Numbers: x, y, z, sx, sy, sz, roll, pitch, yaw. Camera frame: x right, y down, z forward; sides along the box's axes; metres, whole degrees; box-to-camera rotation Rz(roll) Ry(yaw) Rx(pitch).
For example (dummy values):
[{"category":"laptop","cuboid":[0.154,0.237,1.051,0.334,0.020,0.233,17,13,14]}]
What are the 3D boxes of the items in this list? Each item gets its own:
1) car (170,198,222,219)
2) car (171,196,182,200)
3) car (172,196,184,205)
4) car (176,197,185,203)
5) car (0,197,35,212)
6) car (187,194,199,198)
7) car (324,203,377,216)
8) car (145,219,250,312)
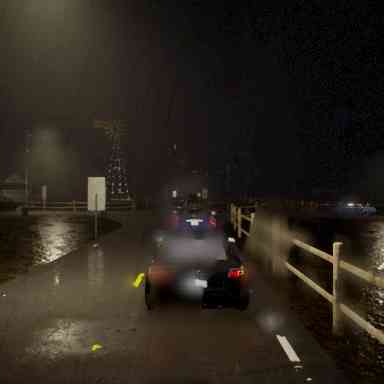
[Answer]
[{"category":"car","cuboid":[0.115,1.380,16.447,2.097,1.767,4.553,0,0,0]},{"category":"car","cuboid":[-2.757,1.677,57.167,1.882,1.535,5.008,0,0,0]},{"category":"car","cuboid":[-2.702,1.613,66.416,2.097,1.767,4.553,0,0,1]},{"category":"car","cuboid":[-2.658,1.933,76.635,1.895,1.301,4.718,0,0,0]},{"category":"car","cuboid":[-18.735,1.283,34.118,5.008,1.535,1.882,1,-2,1]},{"category":"car","cuboid":[0.179,1.478,65.734,2.150,2.045,5.566,0,0,0]},{"category":"car","cuboid":[17.892,1.950,37.724,5.357,1.411,2.033,1,-2,0]},{"category":"car","cuboid":[0.106,1.573,7.804,1.994,1.385,4.181,0,0,0]}]
